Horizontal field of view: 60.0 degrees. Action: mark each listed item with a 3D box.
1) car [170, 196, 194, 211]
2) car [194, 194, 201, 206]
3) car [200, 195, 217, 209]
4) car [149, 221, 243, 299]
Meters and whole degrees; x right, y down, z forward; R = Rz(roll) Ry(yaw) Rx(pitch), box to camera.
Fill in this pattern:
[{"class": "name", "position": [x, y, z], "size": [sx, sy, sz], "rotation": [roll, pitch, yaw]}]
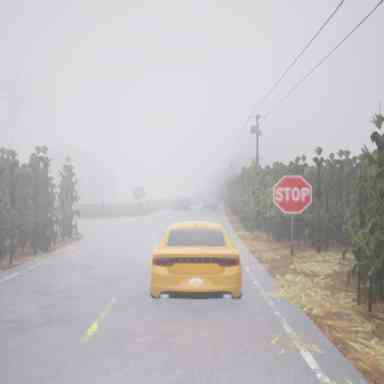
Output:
[{"class": "car", "position": [-1.360, 1.339, 40.378], "size": [2.097, 1.767, 4.553], "rotation": [0, 0, 5]}, {"class": "car", "position": [-0.010, 1.546, 55.001], "size": [1.994, 1.385, 4.181], "rotation": [0, 0, 5]}, {"class": "car", "position": [2.389, 1.511, 44.209], "size": [1.812, 1.442, 4.674], "rotation": [0, 0, 5]}, {"class": "car", "position": [0.113, 1.475, 8.491], "size": [1.882, 1.535, 5.008], "rotation": [0, 0, 1]}]
